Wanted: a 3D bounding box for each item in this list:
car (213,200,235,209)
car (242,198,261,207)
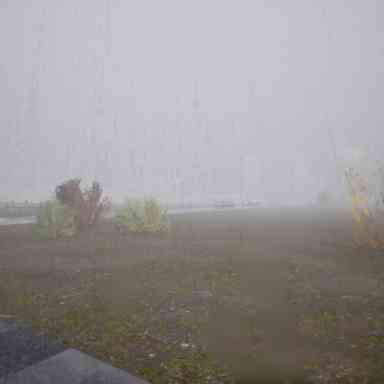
[{"bbox_3d":[5.330,2.014,54.870,2.128,1.511,4.902,-1,-1,36],"label":"car"},{"bbox_3d":[11.312,1.989,63.291,2.097,1.767,4.553,-1,-1,36],"label":"car"}]
